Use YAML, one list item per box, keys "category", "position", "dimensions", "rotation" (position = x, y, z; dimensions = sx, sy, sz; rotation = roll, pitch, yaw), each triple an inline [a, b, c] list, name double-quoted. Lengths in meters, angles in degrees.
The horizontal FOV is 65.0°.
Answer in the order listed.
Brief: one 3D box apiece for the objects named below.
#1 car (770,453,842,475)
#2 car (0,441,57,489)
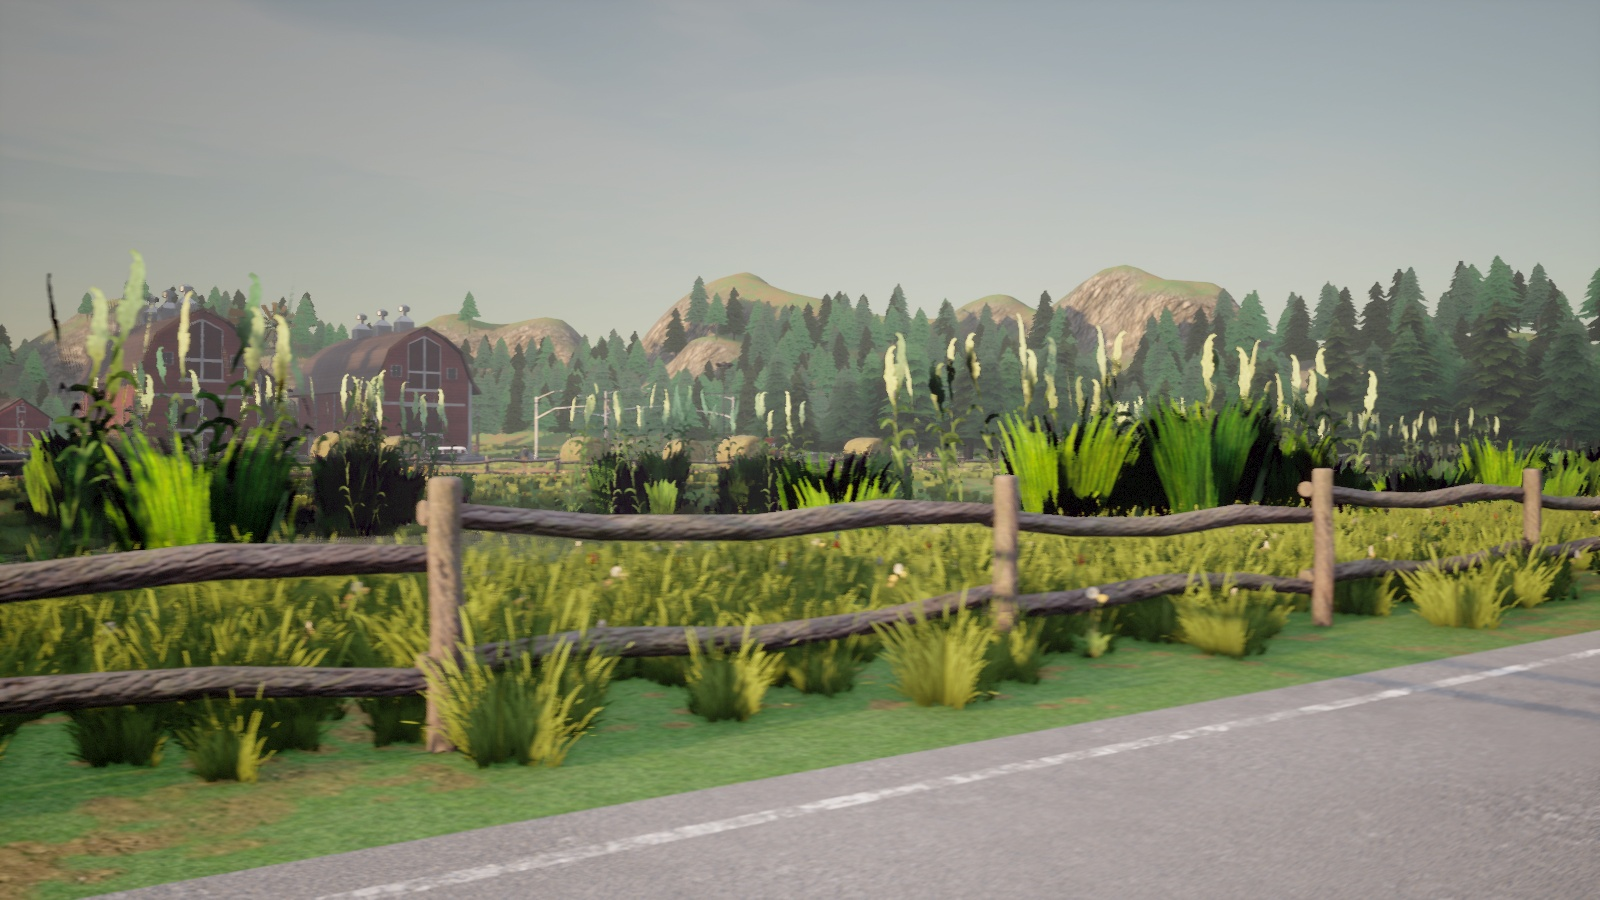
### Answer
- category: "car"
  position: [0.436, 0.925, 85.772]
  dimensions: [4.892, 1.490, 1.837]
  rotation: [0, 0, -38]
- category: "car"
  position: [-34.938, 0.634, 53.362]
  dimensions: [5.566, 2.045, 2.150]
  rotation: [0, 0, -38]
